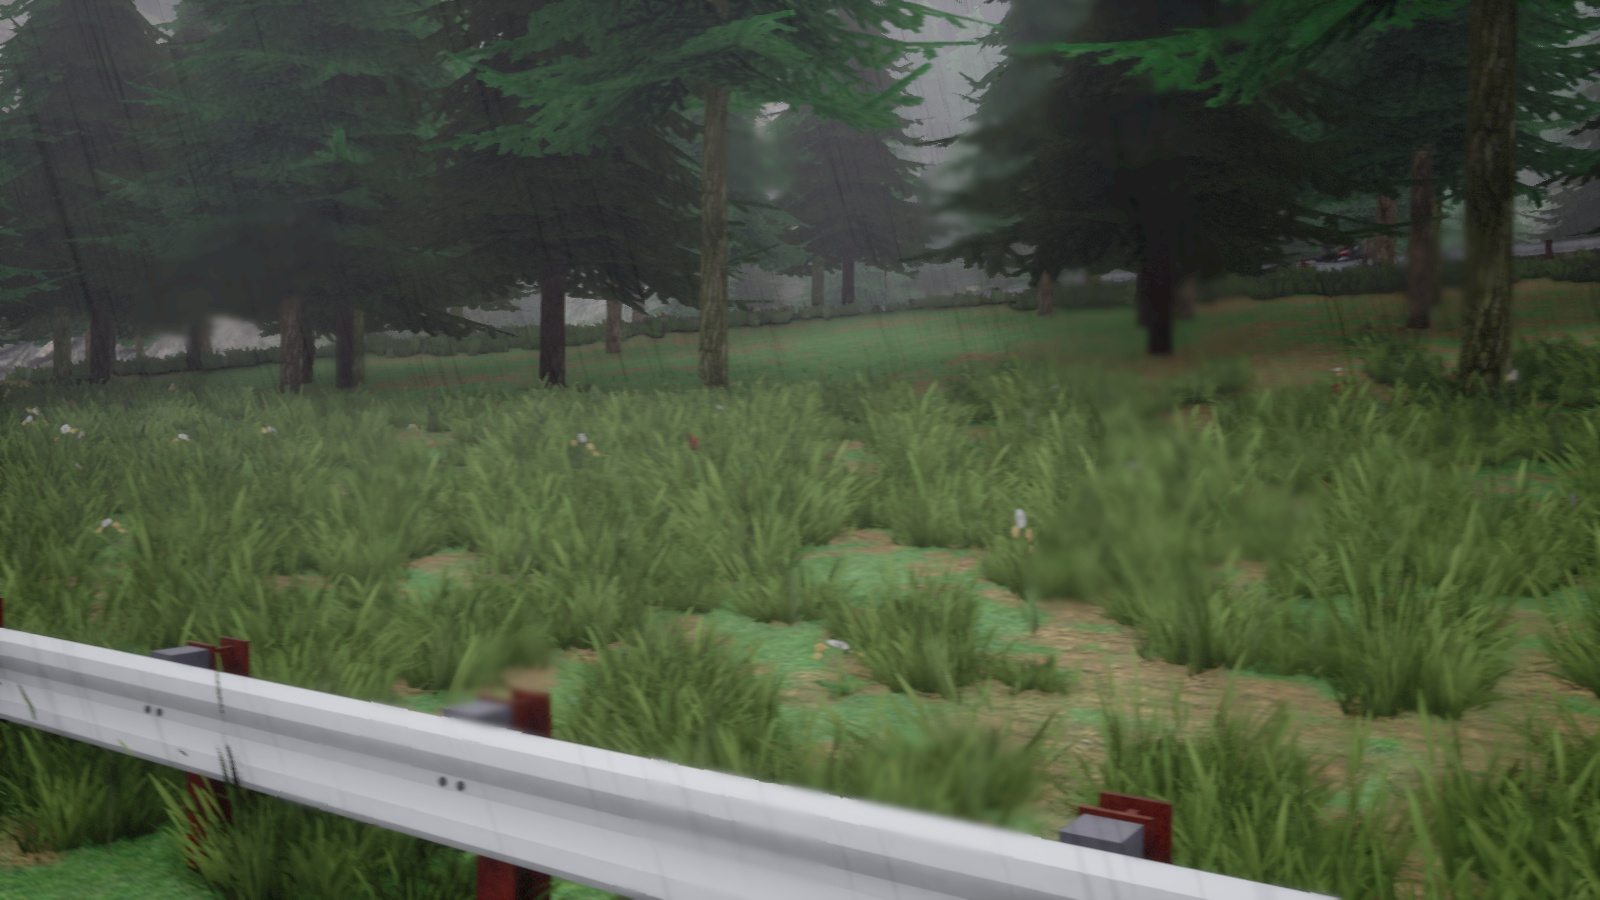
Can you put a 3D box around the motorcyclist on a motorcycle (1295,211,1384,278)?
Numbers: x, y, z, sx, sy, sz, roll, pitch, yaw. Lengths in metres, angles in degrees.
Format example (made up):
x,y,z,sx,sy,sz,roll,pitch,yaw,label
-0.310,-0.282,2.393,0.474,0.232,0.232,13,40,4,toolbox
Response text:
x,y,z,sx,sy,sz,roll,pitch,yaw,label
16.698,-6.350,38.894,2.350,1.649,0.766,-4,-1,28,motorcyclist on a motorcycle
